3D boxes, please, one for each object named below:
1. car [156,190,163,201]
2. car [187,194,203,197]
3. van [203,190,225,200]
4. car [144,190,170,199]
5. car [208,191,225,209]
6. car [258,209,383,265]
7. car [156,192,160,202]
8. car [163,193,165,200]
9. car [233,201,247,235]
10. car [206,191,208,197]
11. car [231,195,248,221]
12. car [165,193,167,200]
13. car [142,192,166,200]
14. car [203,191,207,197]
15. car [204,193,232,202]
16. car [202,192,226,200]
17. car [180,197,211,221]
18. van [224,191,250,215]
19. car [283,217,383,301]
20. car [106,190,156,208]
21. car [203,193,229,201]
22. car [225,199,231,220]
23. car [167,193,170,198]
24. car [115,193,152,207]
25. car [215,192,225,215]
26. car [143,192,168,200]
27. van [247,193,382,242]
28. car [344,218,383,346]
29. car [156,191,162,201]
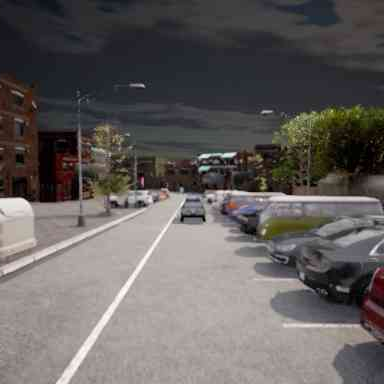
[{"bbox_3d":[-7.742,0.896,55.969,4.553,1.767,2.185,0,0,0],"label":"car"},{"bbox_3d":[0.076,1.133,41.947,1.882,1.535,5.008,0,1,0],"label":"car"},{"bbox_3d":[4.496,0.690,68.166,4.442,1.987,1.878,0,1,0],"label":"van"},{"bbox_3d":[-7.692,0.552,73.495,5.566,2.045,2.435,0,1,0],"label":"car"},{"bbox_3d":[4.660,0.967,31.854,5.566,2.045,2.435,0,0,0],"label":"car"},{"bbox_3d":[4.650,1.402,9.507,4.892,1.521,2.231,0,0,0],"label":"car"},{"bbox_3d":[-7.705,1.110,50.093,4.674,1.452,2.002,0,0,0],"label":"car"},{"bbox_3d":[-7.719,1.000,58.782,4.892,1.521,2.231,0,0,0],"label":"car"},{"bbox_3d":[4.636,1.354,15.219,5.008,1.535,2.097,0,0,0],"label":"car"},{"bbox_3d":[4.656,0.977,45.947,4.553,1.767,2.185,0,0,0],"label":"car"},{"bbox_3d":[4.670,1.207,17.887,4.553,1.767,2.185,0,0,0],"label":"car"},{"bbox_3d":[-7.899,0.971,61.845,5.366,1.575,1.946,0,0,0],"label":"car"},{"bbox_3d":[-7.687,0.796,67.725,4.553,1.767,2.185,0,1,0],"label":"car"},{"bbox_3d":[4.593,0.807,51.408,5.566,2.045,2.435,0,0,0],"label":"car"},{"bbox_3d":[4.610,0.990,59.915,4.892,1.521,2.231,0,0,0],"label":"car"},{"bbox_3d":[4.604,0.866,70.977,4.892,1.521,2.231,0,2,0],"label":"car"},{"bbox_3d":[0.083,1.343,24.874,2.033,1.411,5.357,0,0,0],"label":"car"},{"bbox_3d":[4.753,1.061,23.472,4.442,1.987,1.878,0,0,0],"label":"van"},{"bbox_3d":[4.639,1.425,6.713,4.892,1.521,2.231,0,0,0],"label":"car"},{"bbox_3d":[-7.732,0.891,41.277,5.566,2.045,2.435,0,0,0],"label":"car"},{"bbox_3d":[4.620,0.945,65.375,4.892,1.521,2.231,0,1,0],"label":"car"},{"bbox_3d":[4.636,1.350,20.681,4.674,1.452,2.002,0,0,0],"label":"car"},{"bbox_3d":[-7.531,0.947,64.785,5.366,1.575,1.946,0,0,0],"label":"car"},{"bbox_3d":[-7.673,0.993,44.091,4.553,1.767,2.185,0,0,0],"label":"car"},{"bbox_3d":[4.602,1.115,29.060,4.553,1.767,2.185,0,0,0],"label":"car"},{"bbox_3d":[-7.724,0.875,70.556,5.008,1.535,2.097,0,1,0],"label":"car"},{"bbox_3d":[4.526,1.152,12.298,4.442,1.987,1.878,0,0,0],"label":"van"},{"bbox_3d":[4.615,1.321,3.920,4.553,1.767,2.185,0,0,0],"label":"car"},{"bbox_3d":[-7.739,1.075,53.032,4.792,1.488,2.163,0,0,0],"label":"car"}]
